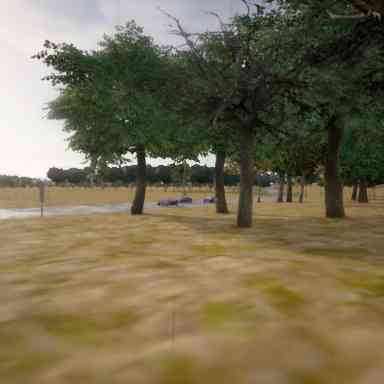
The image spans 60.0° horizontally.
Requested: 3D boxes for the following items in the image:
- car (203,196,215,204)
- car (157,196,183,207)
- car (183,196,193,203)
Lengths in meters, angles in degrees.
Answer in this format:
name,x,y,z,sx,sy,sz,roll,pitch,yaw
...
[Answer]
name,x,y,z,sx,sy,sz,roll,pitch,yaw
car,3.830,1.593,67.113,1.812,1.442,4.674,3,1,30
car,-3.878,1.603,54.183,1.994,1.385,4.181,3,1,32
car,-1.711,1.511,64.554,2.033,1.411,5.357,3,1,30
